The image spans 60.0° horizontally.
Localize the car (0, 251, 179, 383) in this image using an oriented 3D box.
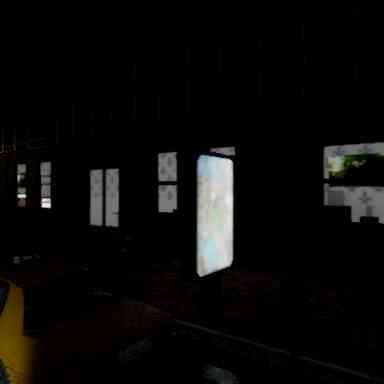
[{"bbox_3d":[-2.427,1.507,4.600,4.829,1.417,1.752,0,0,35],"label":"car"}]
